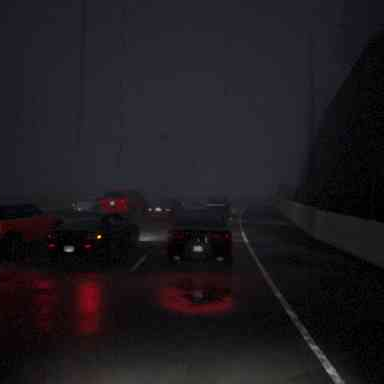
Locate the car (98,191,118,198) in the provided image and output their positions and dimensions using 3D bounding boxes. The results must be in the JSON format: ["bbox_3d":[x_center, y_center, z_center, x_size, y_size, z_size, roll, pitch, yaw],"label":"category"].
[{"bbox_3d":[-17.977,0.416,71.463,1.994,1.385,4.181,0,1,21],"label":"car"}]

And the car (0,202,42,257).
[{"bbox_3d":[-6.554,1.157,12.259,2.097,1.767,4.553,0,1,5],"label":"car"}]

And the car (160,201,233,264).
[{"bbox_3d":[0.366,1.297,11.194,1.882,1.535,5.008,0,1,5],"label":"car"}]

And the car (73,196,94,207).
[{"bbox_3d":[-8.228,1.081,27.829,1.812,1.442,4.674,0,1,10],"label":"car"}]

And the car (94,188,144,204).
[{"bbox_3d":[-5.070,0.814,25.620,2.150,2.045,5.566,0,1,9],"label":"car"}]

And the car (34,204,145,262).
[{"bbox_3d":[-3.135,1.344,11.304,1.812,1.442,4.674,0,1,5],"label":"car"}]

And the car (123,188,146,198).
[{"bbox_3d":[-11.683,0.138,68.341,2.150,2.045,5.566,0,1,21],"label":"car"}]

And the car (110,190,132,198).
[{"bbox_3d":[-14.828,0.413,69.920,2.128,1.511,4.902,0,1,21],"label":"car"}]

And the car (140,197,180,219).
[{"bbox_3d":[-1.779,1.163,24.090,2.033,1.411,5.357,0,1,9],"label":"car"}]

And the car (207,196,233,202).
[{"bbox_3d":[2.062,1.080,25.750,2.128,1.511,4.902,0,1,10],"label":"car"}]
